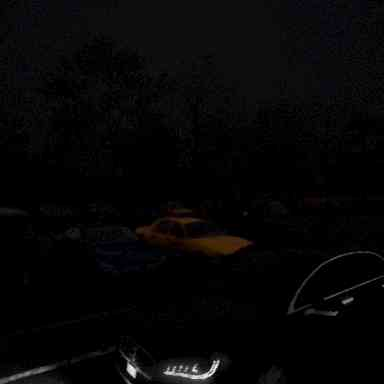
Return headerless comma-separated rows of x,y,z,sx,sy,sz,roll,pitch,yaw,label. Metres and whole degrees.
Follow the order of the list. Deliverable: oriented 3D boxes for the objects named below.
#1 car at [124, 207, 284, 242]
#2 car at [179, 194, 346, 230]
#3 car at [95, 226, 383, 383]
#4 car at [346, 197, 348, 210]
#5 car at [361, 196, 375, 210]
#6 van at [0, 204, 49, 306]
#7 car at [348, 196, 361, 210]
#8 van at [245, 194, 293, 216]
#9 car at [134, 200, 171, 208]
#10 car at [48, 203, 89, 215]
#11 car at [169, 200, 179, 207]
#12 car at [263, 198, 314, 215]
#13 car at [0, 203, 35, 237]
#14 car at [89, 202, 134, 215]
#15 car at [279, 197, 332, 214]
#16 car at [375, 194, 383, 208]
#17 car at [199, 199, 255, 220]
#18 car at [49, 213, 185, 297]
0.006,1.466,10.380,1.946,1.575,5.366,0,0,-36,car
2.194,1.204,12.138,2.435,2.045,5.566,0,0,-36,car
1.385,1.493,4.673,4.892,1.490,1.837,0,0,-36,car
14.177,1.381,36.827,2.002,1.452,4.674,0,0,-36,car
18.687,1.316,40.064,2.097,1.535,5.008,0,0,-36,car
-4.730,1.271,7.363,1.878,1.987,4.442,0,0,-36,van
16.414,1.203,38.469,2.185,1.767,4.553,0,0,-36,car
7.335,1.154,32.077,1.878,1.987,4.442,0,0,-36,van
-3.900,1.477,23.932,2.163,1.488,4.792,0,0,-36,car
-8.400,1.475,20.683,2.097,1.535,5.008,0,0,-36,car
-1.518,1.431,25.372,1.946,1.575,5.366,0,0,-36,car
9.662,1.407,33.595,2.002,1.452,4.674,0,0,-36,car
-10.658,1.488,19.067,2.097,1.535,5.008,0,0,-36,car
-6.143,1.462,22.299,2.231,1.521,4.892,0,0,-36,car
11.921,1.353,35.210,2.097,1.535,5.008,0,0,-36,car
20.951,1.305,41.669,2.231,1.521,4.892,0,0,-36,car
2.906,1.437,28.730,2.163,1.488,4.792,0,0,-36,car
-2.383,1.523,8.902,2.002,1.452,4.674,0,0,-36,car
